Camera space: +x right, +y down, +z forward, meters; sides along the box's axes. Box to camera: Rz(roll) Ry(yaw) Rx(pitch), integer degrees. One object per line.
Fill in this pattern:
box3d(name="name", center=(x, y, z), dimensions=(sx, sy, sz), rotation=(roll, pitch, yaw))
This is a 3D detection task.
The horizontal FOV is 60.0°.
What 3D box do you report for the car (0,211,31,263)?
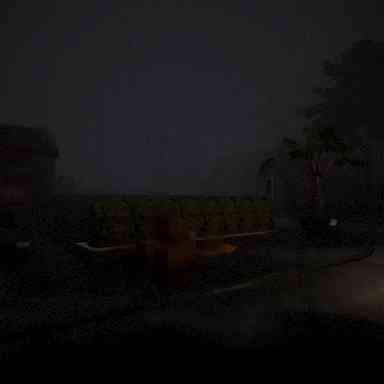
box3d(name="car", center=(-6.510, 1.356, 10.753), dimensions=(2.033, 1.415, 5.357), rotation=(0, 0, -33))
